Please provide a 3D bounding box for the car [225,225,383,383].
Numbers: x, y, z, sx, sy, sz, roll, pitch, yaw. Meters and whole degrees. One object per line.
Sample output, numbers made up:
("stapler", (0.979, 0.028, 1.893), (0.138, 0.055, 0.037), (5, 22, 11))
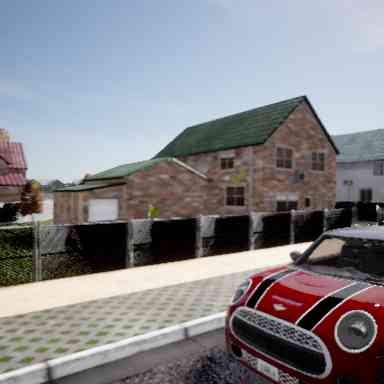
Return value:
("car", (2.652, 1.356, 4.979), (4.553, 1.767, 2.097), (0, 0, -36))
